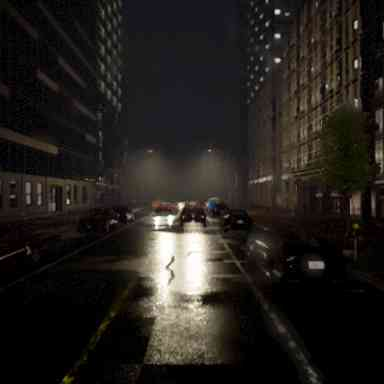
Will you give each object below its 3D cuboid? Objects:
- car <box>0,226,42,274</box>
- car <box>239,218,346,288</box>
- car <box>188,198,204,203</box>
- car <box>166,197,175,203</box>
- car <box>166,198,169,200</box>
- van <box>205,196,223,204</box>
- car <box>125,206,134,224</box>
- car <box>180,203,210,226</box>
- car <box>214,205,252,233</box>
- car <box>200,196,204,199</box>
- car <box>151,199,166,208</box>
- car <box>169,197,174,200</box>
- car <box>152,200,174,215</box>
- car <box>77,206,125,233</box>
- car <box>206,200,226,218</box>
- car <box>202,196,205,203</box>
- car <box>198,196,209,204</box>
[{"bbox_3d":[-5.694,1.648,9.273,1.802,1.307,4.206,0,0,0],"label":"car"},{"bbox_3d":[2.686,1.632,9.271,1.947,1.339,4.313,0,0,0],"label":"car"},{"bbox_3d":[0.073,1.841,41.313,1.994,1.385,4.181,0,0,0],"label":"car"},{"bbox_3d":[-5.747,2.116,88.968,1.947,1.339,4.313,0,0,0],"label":"car"},{"bbox_3d":[-5.728,1.942,60.507,2.008,1.369,4.403,0,0,0],"label":"car"},{"bbox_3d":[2.668,1.596,37.735,1.690,1.788,3.998,0,0,0],"label":"van"},{"bbox_3d":[-5.706,1.747,26.351,1.947,1.339,4.313,0,0,0],"label":"car"},{"bbox_3d":[0.084,1.774,25.187,1.895,1.301,4.718,0,0,0],"label":"car"},{"bbox_3d":[2.679,1.709,20.655,1.947,1.339,4.313,0,0,0],"label":"car"},{"bbox_3d":[2.650,1.739,66.194,2.192,1.841,5.009,0,0,0],"label":"car"},{"bbox_3d":[-5.724,1.883,54.643,1.752,1.417,4.829,0,0,0],"label":"car"},{"bbox_3d":[-5.743,2.071,83.275,2.008,1.369,4.403,0,0,0],"label":"car"},{"bbox_3d":[-3.121,1.857,38.009,1.895,1.301,4.718,0,0,0],"label":"car"},{"bbox_3d":[-5.702,1.688,20.658,1.887,1.381,4.507,0,0,0],"label":"car"},{"bbox_3d":[2.672,1.784,32.039,1.947,1.339,4.313,0,0,0],"label":"car"},{"bbox_3d":[2.664,1.730,43.425,1.967,1.590,4.097,0,0,0],"label":"car"},{"bbox_3d":[2.643,1.804,77.579,2.192,1.841,5.009,0,0,0],"label":"car"}]
